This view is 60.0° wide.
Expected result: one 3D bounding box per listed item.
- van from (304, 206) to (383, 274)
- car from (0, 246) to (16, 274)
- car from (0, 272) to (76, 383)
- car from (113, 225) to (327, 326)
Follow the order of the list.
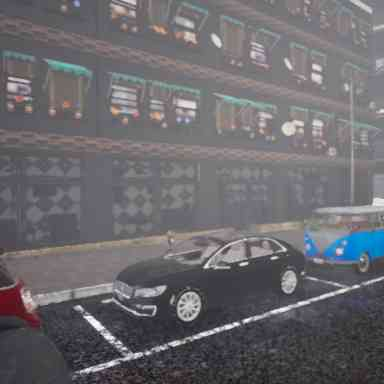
[{"bbox_3d":[5.121,1.330,10.197,3.998,1.788,1.690,0,-1,-36],"label":"van"},{"bbox_3d":[-3.995,1.441,3.683,4.097,1.590,1.967,0,-1,-36],"label":"car"},{"bbox_3d":[-3.088,1.549,1.175,5.357,1.411,2.033,0,0,-36],"label":"car"},{"bbox_3d":[0.565,1.545,6.938,4.403,1.369,2.008,0,-1,-36],"label":"car"}]
